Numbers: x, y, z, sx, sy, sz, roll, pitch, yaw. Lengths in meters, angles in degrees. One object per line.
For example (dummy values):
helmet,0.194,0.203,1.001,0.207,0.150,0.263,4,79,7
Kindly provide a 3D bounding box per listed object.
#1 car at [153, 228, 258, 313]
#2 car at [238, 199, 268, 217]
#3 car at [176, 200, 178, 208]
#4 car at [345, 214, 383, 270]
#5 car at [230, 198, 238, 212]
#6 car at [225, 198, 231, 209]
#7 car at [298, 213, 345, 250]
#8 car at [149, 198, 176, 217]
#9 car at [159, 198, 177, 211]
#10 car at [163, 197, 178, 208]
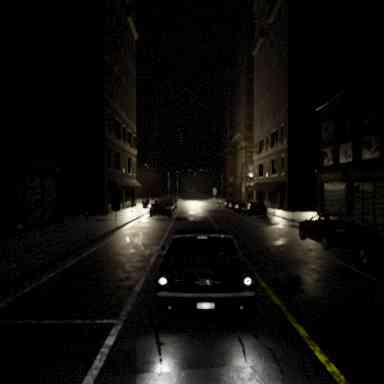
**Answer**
car,0.240,1.593,7.778,1.895,1.301,4.718,0,0,0
car,5.738,1.541,30.605,1.947,1.339,4.313,-1,0,-1
car,-2.847,1.539,36.016,1.947,1.339,4.313,-1,0,-1
car,5.977,1.431,8.585,1.967,1.590,4.097,-1,0,-1
car,5.677,1.517,36.109,1.887,1.381,4.507,-1,0,-1
car,5.617,1.515,41.614,1.887,1.381,4.507,-1,0,-1
car,5.919,1.531,14.090,1.887,1.381,4.507,-1,0,-1
car,-2.788,1.416,30.511,1.967,1.590,4.097,-1,0,-1
car,-2.907,1.522,41.521,2.008,1.369,4.403,-1,0,-1
car,-2.968,1.513,47.026,1.887,1.381,4.507,-1,0,-1
